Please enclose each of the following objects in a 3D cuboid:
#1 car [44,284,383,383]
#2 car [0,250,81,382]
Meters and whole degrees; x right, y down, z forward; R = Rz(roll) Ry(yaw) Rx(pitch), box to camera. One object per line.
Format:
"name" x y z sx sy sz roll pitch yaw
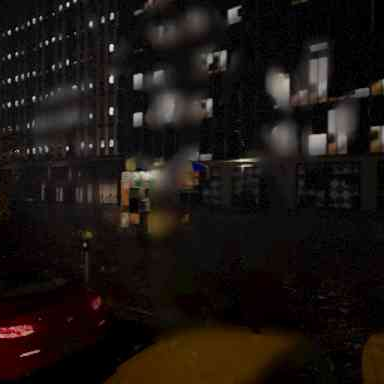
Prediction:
"car" 1.387 1.510 1.945 4.829 1.417 1.752 0 1 34
"car" -3.080 1.538 4.903 4.206 1.307 1.802 0 1 34
